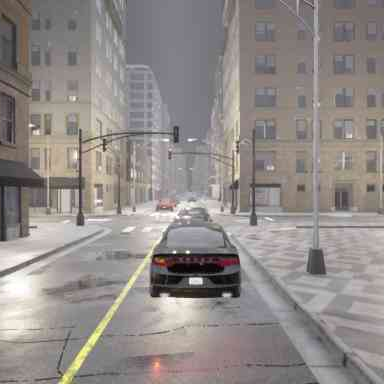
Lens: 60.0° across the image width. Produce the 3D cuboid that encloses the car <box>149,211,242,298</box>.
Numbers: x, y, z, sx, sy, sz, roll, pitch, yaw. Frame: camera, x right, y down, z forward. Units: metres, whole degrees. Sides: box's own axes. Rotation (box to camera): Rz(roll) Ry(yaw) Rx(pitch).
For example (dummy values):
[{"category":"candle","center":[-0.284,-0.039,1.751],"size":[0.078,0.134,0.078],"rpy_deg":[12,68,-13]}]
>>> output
[{"category":"car","center":[0.066,1.477,8.556],"size":[1.882,1.535,5.008],"rpy_deg":[0,0,0]}]

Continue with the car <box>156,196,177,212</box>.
[{"category":"car","center":[-3.142,1.475,39.736],"size":[1.882,1.535,5.008],"rpy_deg":[0,0,-1]}]

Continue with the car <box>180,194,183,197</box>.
[{"category":"car","center":[-3.134,1.502,59.642],"size":[1.837,1.490,4.892],"rpy_deg":[0,0,0]}]

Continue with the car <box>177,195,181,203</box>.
[{"category":"car","center":[-3.121,1.544,49.468],"size":[2.033,1.411,5.357],"rpy_deg":[0,0,0]}]

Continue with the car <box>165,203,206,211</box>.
[{"category":"car","center":[0.088,1.546,18.366],"size":[2.033,1.411,5.357],"rpy_deg":[0,0,6]}]

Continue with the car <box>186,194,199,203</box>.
[{"category":"car","center":[-0.007,1.597,70.776],"size":[1.895,1.301,4.718],"rpy_deg":[0,0,0]}]
